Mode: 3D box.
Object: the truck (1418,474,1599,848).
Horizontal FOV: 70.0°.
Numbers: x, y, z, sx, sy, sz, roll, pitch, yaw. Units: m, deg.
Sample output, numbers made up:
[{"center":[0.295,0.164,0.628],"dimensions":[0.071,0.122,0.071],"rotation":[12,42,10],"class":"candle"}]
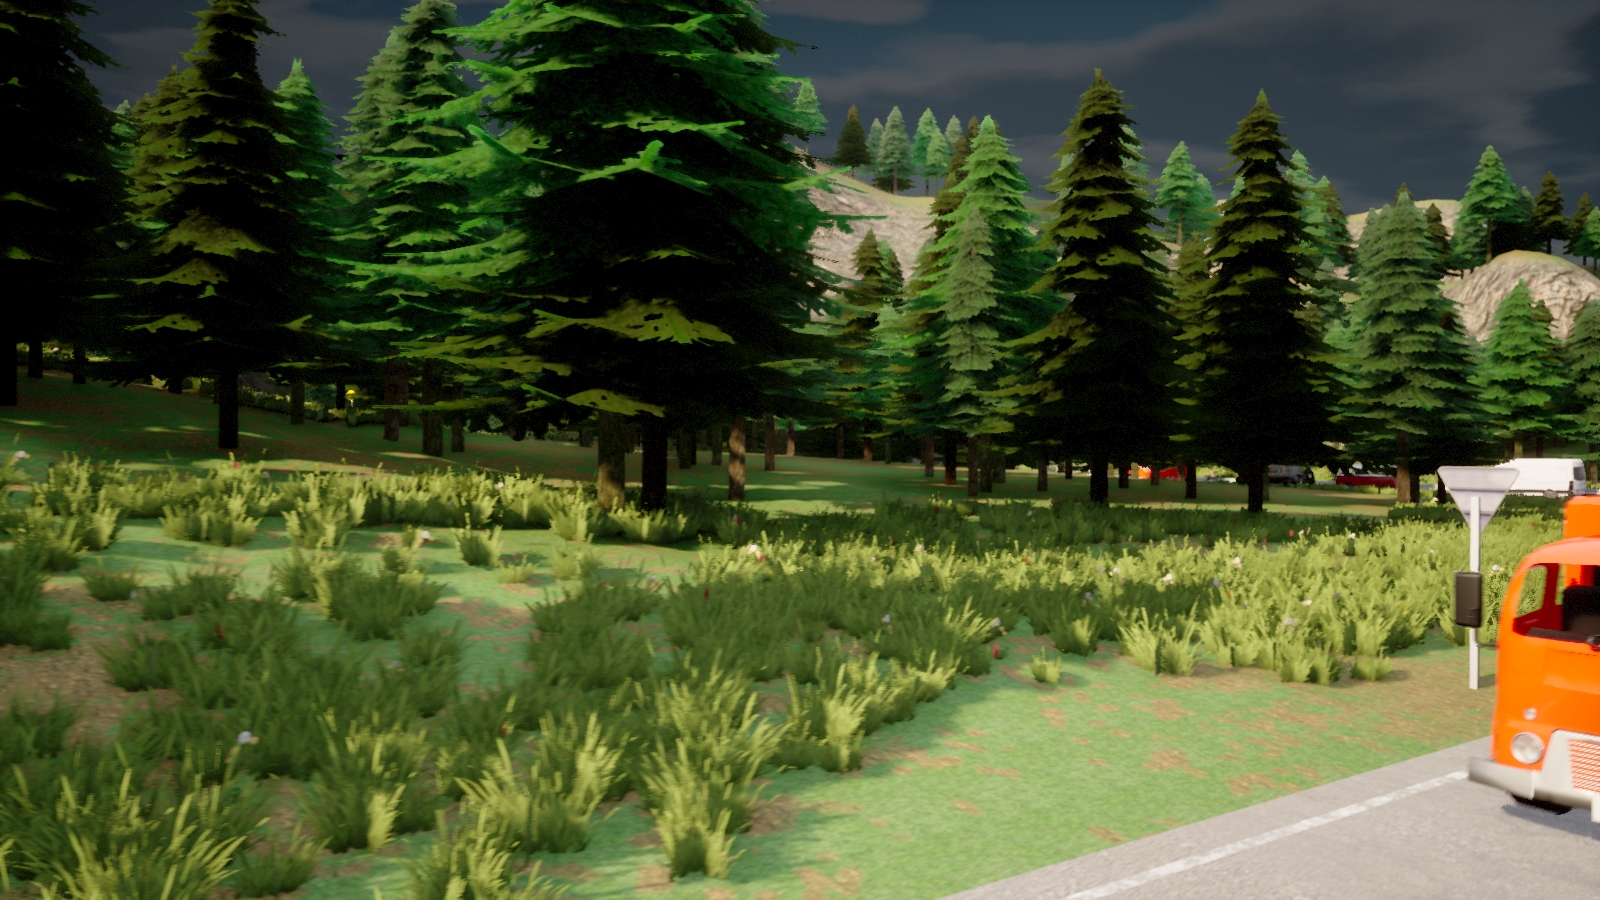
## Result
[{"center":[7.564,1.453,9.065],"dimensions":[5.204,2.467,2.627],"rotation":[0,0,-35],"class":"truck"}]
